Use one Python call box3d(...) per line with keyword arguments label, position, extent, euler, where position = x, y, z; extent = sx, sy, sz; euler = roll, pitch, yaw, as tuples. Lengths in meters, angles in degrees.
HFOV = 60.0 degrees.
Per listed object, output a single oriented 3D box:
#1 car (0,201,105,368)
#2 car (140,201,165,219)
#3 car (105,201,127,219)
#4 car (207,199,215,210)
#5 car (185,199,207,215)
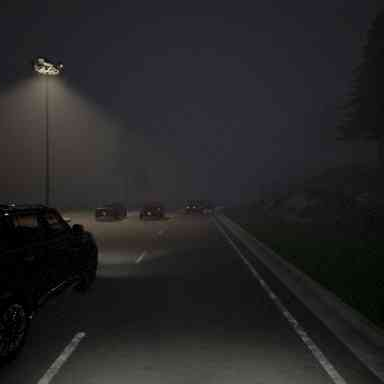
box3d(label="car", position=(-3.401, 1.219, 5.885), extent=(2.150, 2.045, 5.566), euler=(0, 0, 0))
box3d(label="car", position=(-3.367, 1.521, 28.778), extent=(1.812, 1.442, 4.674), euler=(0, 0, 1))
box3d(label="car", position=(-6.867, 1.488, 28.543), extent=(2.128, 1.511, 4.902), euler=(0, 0, 1))
box3d(label="car", position=(1.796, 1.558, 43.947), extent=(1.994, 1.385, 4.181), euler=(0, 0, 14))
box3d(label="car", position=(0.302, 1.543, 34.540), extent=(2.033, 1.411, 5.357), euler=(0, 0, 2))
